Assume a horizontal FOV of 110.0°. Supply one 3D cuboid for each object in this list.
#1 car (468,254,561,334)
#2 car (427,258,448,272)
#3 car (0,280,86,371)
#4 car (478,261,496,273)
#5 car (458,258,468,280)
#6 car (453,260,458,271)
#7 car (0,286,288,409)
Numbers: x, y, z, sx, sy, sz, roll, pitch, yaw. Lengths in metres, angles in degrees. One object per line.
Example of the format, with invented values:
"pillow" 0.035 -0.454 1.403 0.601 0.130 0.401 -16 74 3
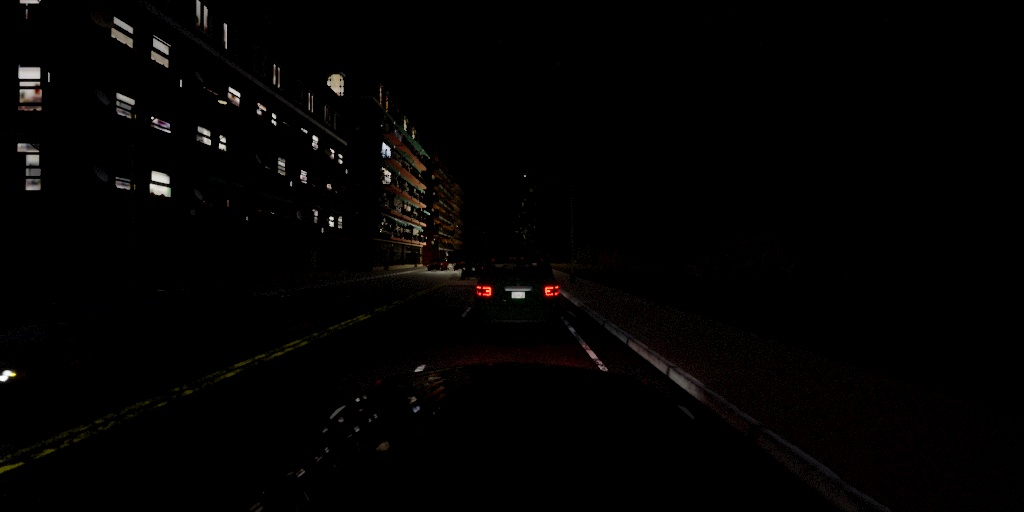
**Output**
"car" 0.104 0.973 10.765 2.150 2.045 5.566 0 0 -1
"car" -9.837 1.105 47.533 2.097 1.767 4.553 0 0 0
"car" -9.852 1.255 5.079 1.837 1.490 4.892 0 0 0
"car" -3.145 1.317 45.404 1.994 1.385 4.181 0 0 1
"car" -3.145 1.106 31.536 2.097 1.767 4.553 0 0 0
"car" -6.587 1.105 47.949 2.097 1.767 4.553 0 0 0
"car" -6.602 1.298 6.716 2.033 1.411 5.357 0 0 0
